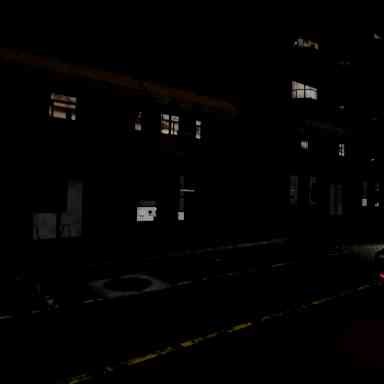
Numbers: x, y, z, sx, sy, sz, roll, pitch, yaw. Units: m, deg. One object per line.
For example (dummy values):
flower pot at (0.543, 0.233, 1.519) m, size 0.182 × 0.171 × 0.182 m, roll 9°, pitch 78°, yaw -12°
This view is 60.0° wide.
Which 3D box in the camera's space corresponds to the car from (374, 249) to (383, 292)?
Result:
car at (5.958, 1.497, 7.410) m, size 4.902 × 1.511 × 2.128 m, roll 0°, pitch 0°, yaw -35°
